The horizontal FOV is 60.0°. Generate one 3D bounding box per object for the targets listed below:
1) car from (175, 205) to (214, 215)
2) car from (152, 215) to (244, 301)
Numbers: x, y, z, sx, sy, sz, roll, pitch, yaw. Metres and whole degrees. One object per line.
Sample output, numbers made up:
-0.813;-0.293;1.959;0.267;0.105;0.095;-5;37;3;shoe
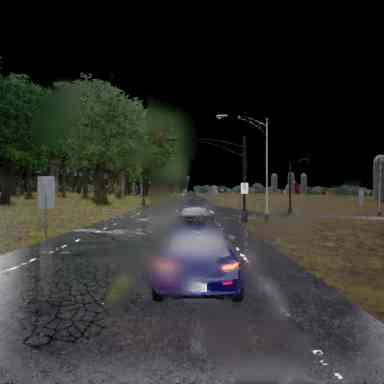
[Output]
0.138;1.432;17.431;1.882;1.535;5.008;0;0;0;car
0.122;1.516;8.153;1.812;1.442;4.674;0;0;0;car
